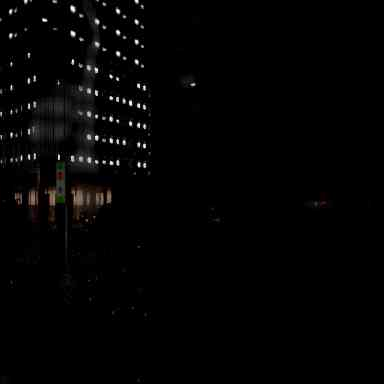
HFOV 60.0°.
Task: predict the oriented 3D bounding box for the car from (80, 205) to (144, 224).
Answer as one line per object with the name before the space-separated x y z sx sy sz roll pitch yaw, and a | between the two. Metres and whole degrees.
car | -6.169 1.711 26.458 2.033 1.411 5.357 0 -1 34

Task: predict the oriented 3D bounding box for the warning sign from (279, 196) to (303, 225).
warning sign | 6.826 1.251 22.955 1.300 1.860 1.060 0 0 34

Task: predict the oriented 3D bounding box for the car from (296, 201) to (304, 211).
car | 14.128 1.900 44.679 1.895 1.301 4.718 0 -1 33

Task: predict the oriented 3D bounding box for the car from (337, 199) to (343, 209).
car | 21.921 1.816 51.057 1.882 1.535 5.008 0 0 31

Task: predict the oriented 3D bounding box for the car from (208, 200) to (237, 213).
car | 3.785 1.767 41.071 2.128 1.511 4.902 0 0 34

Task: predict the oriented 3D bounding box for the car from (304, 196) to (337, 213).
car | 16.412 1.501 42.237 2.150 2.045 5.566 0 -1 34

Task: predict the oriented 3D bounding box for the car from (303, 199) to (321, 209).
car | 19.143 1.879 52.743 1.812 1.442 4.674 0 0 31
